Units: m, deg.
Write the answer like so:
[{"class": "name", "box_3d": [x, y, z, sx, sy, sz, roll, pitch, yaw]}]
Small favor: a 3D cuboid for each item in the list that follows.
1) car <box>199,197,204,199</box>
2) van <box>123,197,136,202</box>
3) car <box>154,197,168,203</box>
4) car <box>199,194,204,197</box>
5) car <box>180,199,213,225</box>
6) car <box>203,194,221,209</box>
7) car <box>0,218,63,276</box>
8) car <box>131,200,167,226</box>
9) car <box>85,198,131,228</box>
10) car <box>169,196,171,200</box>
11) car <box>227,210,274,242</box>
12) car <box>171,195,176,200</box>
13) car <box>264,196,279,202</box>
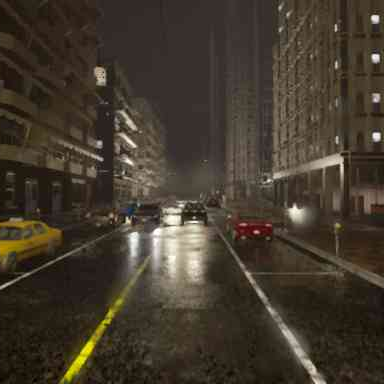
[{"class": "car", "box_3d": [0.201, 1.608, 41.412, 1.895, 1.301, 4.718, 0, 0, 0]}, {"class": "van", "box_3d": [-5.604, 1.343, 27.691, 1.690, 1.788, 3.998, 1, 0, 0]}, {"class": "car", "box_3d": [-5.540, 1.604, 56.177, 1.802, 1.307, 4.206, 1, 0, 0]}, {"class": "car", "box_3d": [2.812, 1.337, 56.044, 2.192, 1.841, 5.009, 1, 0, 0]}, {"class": "car", "box_3d": [0.160, 1.493, 24.224, 2.128, 1.511, 4.902, 0, 0, 0]}, {"class": "car", "box_3d": [2.782, 1.450, 44.646, 1.967, 1.590, 4.097, 1, 0, 0]}, {"class": "car", "box_3d": [-5.649, 1.525, 10.428, 1.752, 1.417, 4.829, 1, 0, 0]}, {"class": "car", "box_3d": [-3.035, 1.526, 23.468, 1.812, 1.442, 4.674, 0, 0, 0]}, {"class": "car", "box_3d": [-5.619, 1.441, 21.992, 1.967, 1.590, 4.097, 1, 0, 0]}, {"class": "car", "box_3d": [-5.526, 1.596, 61.874, 1.947, 1.339, 4.313, 1, 0, 0]}, {"class": "car", "box_3d": [2.712, 1.544, 16.154, 1.887, 1.381, 4.507, 1, 0, 0]}, {"class": "car", "box_3d": [-5.446, 1.531, 94.266, 1.967, 1.590, 4.097, 1, 0, 0]}, {"class": "car", "box_3d": [18.102, 1.637, 73.371, 4.403, 1.369, 2.008, 0, -2, 0]}]
